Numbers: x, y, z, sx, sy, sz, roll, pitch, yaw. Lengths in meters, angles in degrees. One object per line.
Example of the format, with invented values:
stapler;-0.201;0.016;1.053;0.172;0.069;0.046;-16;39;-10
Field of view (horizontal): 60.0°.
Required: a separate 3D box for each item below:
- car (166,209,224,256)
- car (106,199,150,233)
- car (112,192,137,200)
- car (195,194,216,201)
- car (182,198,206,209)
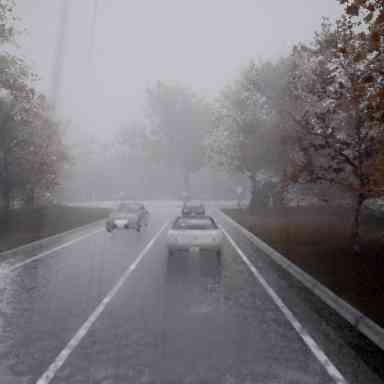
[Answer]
car;0.095;1.546;12.900;1.895;1.301;4.718;0;0;0
car;-3.590;1.411;19.181;2.128;1.511;4.902;0;0;0
car;-13.771;0.939;68.119;2.150;2.045;5.566;0;0;39
car;2.943;1.217;73.314;4.902;1.511;2.128;0;0;13
car;0.098;1.482;28.143;1.895;1.301;4.718;0;0;0
